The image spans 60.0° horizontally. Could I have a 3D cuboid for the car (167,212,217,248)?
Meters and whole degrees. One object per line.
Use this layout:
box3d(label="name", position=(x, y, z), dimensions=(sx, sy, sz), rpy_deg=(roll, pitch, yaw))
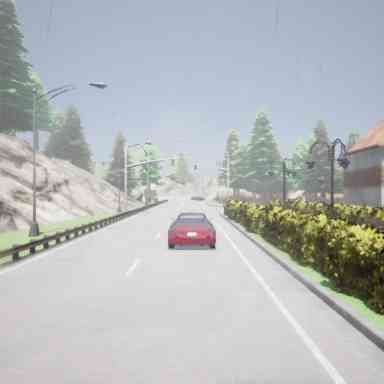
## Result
box3d(label="car", position=(0.000, 1.570, 14.650), dimensions=(1.994, 1.385, 4.181), rpy_deg=(0, 0, 0))

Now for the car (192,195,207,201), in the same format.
box3d(label="car", position=(1.956, 1.677, 87.995), dimensions=(2.128, 1.511, 4.902), rpy_deg=(0, -2, 43))
